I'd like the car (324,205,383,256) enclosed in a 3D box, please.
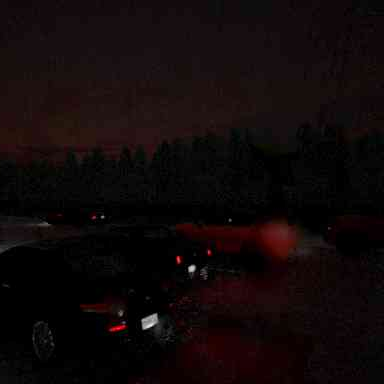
[{"bbox_3d":[7.581,1.224,11.482,5.566,2.045,2.150,0,0,35],"label":"car"}]

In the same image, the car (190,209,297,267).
[{"bbox_3d":[1.206,1.377,11.728,4.553,1.767,2.097,0,0,35],"label":"car"}]

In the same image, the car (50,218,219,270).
[{"bbox_3d":[-1.801,1.631,9.574,4.718,1.301,1.895,0,0,35],"label":"car"}]

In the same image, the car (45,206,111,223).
[{"bbox_3d":[-7.651,1.632,22.346,5.357,1.411,2.033,0,0,35],"label":"car"}]

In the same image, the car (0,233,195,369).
[{"bbox_3d":[-2.428,1.549,5.725,4.674,1.442,1.812,0,0,35],"label":"car"}]
